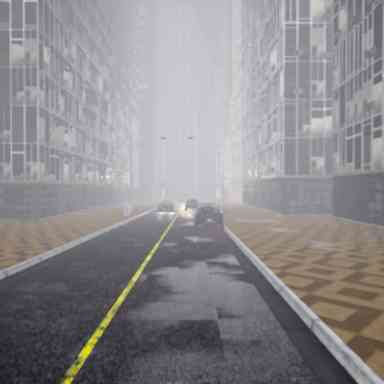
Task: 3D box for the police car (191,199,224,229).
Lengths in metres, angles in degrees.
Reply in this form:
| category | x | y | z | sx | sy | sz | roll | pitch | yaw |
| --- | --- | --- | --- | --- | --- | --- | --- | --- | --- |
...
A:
| category | x | y | z | sx | sy | sz | roll | pitch | yaw |
| --- | --- | --- | --- | --- | --- | --- | --- | --- | --- |
| police car | 1.048 | 1.498 | 22.352 | 1.930 | 1.638 | 5.238 | 0 | 0 | 0 |

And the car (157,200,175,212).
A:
| category | x | y | z | sx | sy | sz | roll | pitch | yaw |
| --- | --- | --- | --- | --- | --- | --- | --- | --- | --- |
| car | -3.091 | 1.704 | 40.316 | 1.994 | 1.385 | 4.181 | 0 | 0 | 0 |

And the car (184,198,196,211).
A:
| category | x | y | z | sx | sy | sz | roll | pitch | yaw |
| --- | --- | --- | --- | --- | --- | --- | --- | --- | --- |
| car | 0.031 | 1.657 | 43.965 | 1.837 | 1.490 | 4.892 | 0 | -1 | 1 |

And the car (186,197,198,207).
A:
| category | x | y | z | sx | sy | sz | roll | pitch | yaw |
| --- | --- | --- | --- | --- | --- | --- | --- | --- | --- |
| car | -0.005 | 1.691 | 58.029 | 1.882 | 1.535 | 5.008 | 0 | 0 | 0 |
